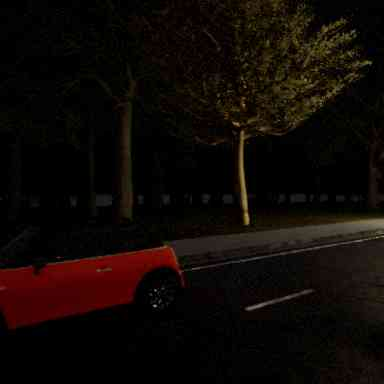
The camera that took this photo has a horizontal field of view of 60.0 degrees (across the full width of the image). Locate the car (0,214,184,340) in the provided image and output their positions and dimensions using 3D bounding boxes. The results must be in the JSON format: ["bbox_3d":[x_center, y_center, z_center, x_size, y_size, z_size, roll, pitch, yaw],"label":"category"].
[{"bbox_3d":[-2.450,1.345,5.928,4.553,1.767,2.097,0,0,-35],"label":"car"}]
